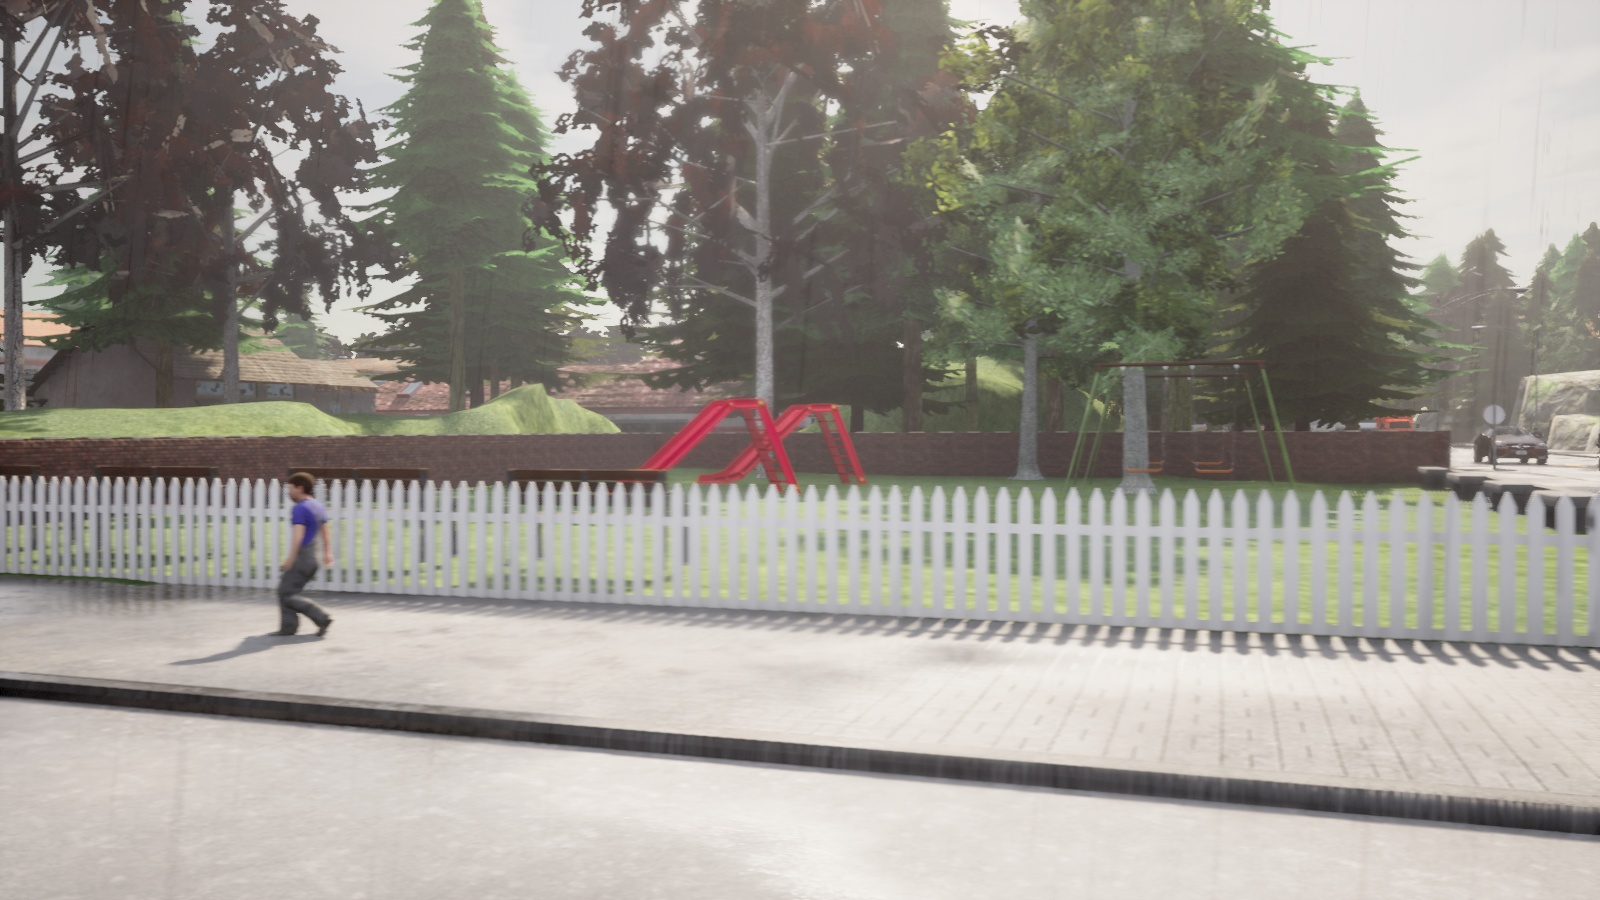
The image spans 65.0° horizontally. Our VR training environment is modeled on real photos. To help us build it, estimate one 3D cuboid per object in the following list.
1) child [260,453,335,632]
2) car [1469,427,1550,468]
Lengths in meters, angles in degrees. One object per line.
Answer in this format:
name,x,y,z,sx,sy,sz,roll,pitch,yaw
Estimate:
child,-3.614,0.659,9.048,0.437,1.263,0.270,0,1,-5
car,30.663,-0.144,54.419,2.152,1.651,5.027,1,1,19
